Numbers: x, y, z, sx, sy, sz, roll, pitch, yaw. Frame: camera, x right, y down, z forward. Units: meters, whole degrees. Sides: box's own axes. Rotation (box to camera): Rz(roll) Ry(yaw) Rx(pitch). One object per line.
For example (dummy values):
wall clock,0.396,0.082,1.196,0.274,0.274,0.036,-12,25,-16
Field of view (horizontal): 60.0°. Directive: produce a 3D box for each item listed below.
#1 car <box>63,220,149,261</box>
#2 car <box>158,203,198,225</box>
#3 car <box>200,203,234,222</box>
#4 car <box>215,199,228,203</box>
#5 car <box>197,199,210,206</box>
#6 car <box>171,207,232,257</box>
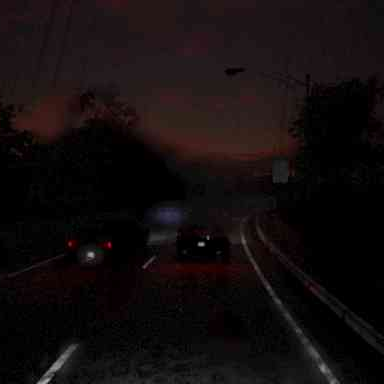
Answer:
car,-3.032,1.733,12.866,1.895,1.301,4.718,0,-1,6
car,-1.216,1.822,26.837,2.033,1.411,5.357,0,-1,11
car,2.232,1.820,26.250,2.033,1.411,5.357,0,-1,11
car,5.756,2.107,65.739,2.128,1.511,4.902,0,0,19
car,2.305,2.170,66.449,1.994,1.385,4.181,0,0,19
car,0.570,1.619,13.598,1.882,1.535,5.008,0,0,6
